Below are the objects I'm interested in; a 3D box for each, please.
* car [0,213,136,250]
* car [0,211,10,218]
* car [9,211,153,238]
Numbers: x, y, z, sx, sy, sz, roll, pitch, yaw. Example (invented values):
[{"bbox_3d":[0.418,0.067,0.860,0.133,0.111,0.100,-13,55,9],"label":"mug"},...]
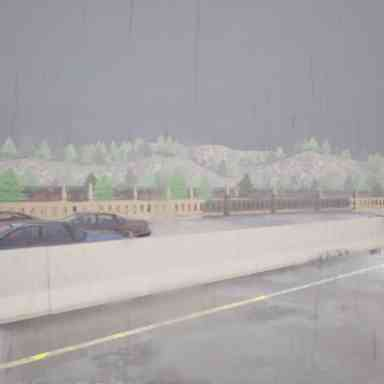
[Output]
[{"bbox_3d":[-4.546,1.548,9.344,5.357,1.411,2.033,0,0,-36],"label":"car"},{"bbox_3d":[-8.608,1.565,15.030,4.181,1.385,1.994,0,0,-35],"label":"car"},{"bbox_3d":[-4.314,1.548,13.801,5.357,1.411,2.033,0,0,-36],"label":"car"}]
